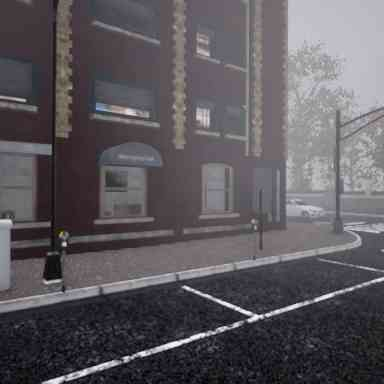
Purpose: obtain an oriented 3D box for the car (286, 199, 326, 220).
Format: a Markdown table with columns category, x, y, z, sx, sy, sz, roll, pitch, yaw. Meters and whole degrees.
| category | x | y | z | sx | sy | sz | roll | pitch | yaw |
| --- | --- | --- | --- | --- | --- | --- | --- | --- | --- |
| car | 7.978 | 1.295 | 25.793 | 1.812 | 1.442 | 4.674 | 0 | 1 | -36 |
